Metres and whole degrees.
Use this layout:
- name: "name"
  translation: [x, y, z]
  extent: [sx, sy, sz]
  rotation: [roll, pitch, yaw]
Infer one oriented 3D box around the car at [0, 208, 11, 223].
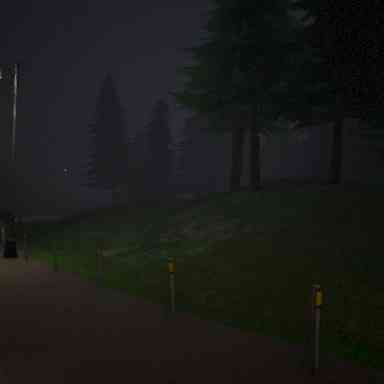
- name: "car"
  translation: [-21.463, 2.531, 36.717]
  extent: [2.128, 1.511, 4.902]
  rotation: [3, -3, -9]
